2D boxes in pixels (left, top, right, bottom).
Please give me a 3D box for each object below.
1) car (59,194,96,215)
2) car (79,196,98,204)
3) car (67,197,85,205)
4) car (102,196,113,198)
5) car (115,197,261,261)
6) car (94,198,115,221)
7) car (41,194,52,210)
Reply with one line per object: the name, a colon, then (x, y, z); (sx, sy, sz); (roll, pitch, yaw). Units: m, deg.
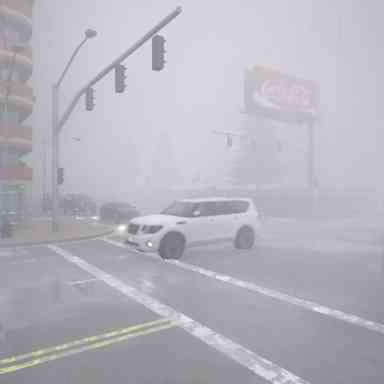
car: (-11.645, 1.221, 34.161); (2.150, 2.045, 5.566); (0, 0, -36)
car: (-19.973, 1.478, 64.047); (1.882, 1.535, 5.008); (0, 0, -36)
car: (-20.554, 1.564, 58.864); (1.994, 1.385, 4.181); (0, 0, -36)
car: (-14.483, 1.505, 56.418); (1.837, 1.490, 4.892); (0, 0, -36)
car: (0.206, 1.222, 12.726); (5.566, 2.045, 2.150); (0, 0, -35)
car: (-5.649, 1.505, 25.824); (1.837, 1.490, 4.892); (0, 0, -36)
car: (-17.801, 1.221, 42.734); (2.150, 2.045, 5.566); (0, 0, -35)
